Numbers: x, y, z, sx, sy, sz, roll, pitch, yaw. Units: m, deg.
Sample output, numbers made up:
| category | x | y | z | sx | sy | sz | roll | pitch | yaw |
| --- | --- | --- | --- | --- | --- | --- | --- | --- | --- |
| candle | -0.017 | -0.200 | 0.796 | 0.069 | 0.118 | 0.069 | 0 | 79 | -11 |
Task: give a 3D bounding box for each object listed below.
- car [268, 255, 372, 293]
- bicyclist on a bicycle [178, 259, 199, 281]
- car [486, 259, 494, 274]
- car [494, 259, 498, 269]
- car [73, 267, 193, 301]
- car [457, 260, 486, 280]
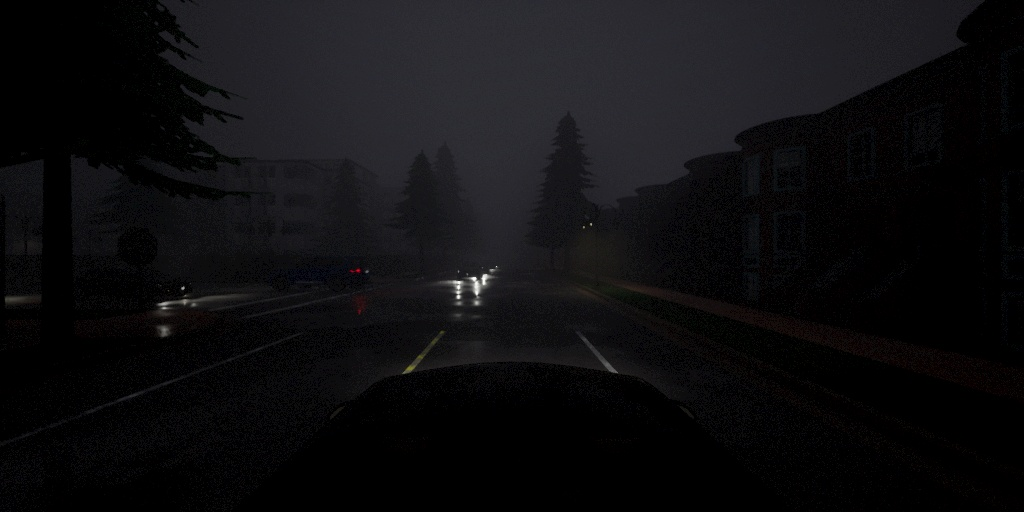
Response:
| category | x | y | z | sx | sy | sz | roll | pitch | yaw |
| --- | --- | --- | --- | --- | --- | --- | --- | --- | --- |
| car | -10.907 | 0.982 | 20.613 | 5.566 | 2.045 | 2.150 | 0 | -1 | 6 |
| bicyclist on a bicycle | -23.267 | 1.059 | 25.800 | 0.582 | 1.620 | 1.656 | 0 | 0 | 0 |
| car | -3.589 | 1.220 | 41.426 | 2.128 | 1.511 | 4.902 | 0 | 0 | 0 |
| car | -3.567 | 1.285 | 54.017 | 1.994 | 1.385 | 4.181 | 0 | 0 | 0 |
| car | -17.822 | 1.268 | 16.789 | 4.892 | 1.490 | 1.837 | 0 | 0 | 0 |
| car | -3.591 | 1.239 | 31.262 | 1.837 | 1.490 | 4.892 | 0 | 0 | 0 |
